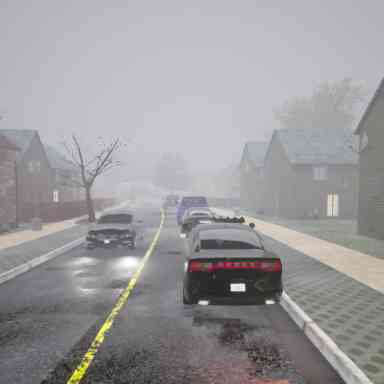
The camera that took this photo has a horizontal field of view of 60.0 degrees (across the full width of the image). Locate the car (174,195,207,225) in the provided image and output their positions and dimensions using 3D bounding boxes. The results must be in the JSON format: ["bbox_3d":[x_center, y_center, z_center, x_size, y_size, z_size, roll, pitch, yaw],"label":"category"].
[{"bbox_3d":[0.004,1.263,24.257,2.150,2.045,5.566,0,0,-4],"label":"car"}]

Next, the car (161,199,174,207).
[{"bbox_3d":[-4.198,1.814,56.051,1.895,1.301,4.718,0,0,-9],"label":"car"}]

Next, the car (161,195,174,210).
[{"bbox_3d":[-2.682,1.356,44.579,2.150,2.045,5.566,0,0,-7],"label":"car"}]

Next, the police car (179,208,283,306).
[{"bbox_3d":[0.721,1.425,8.248,1.930,1.638,5.238,0,0,-1],"label":"police car"}]

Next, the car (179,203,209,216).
[{"bbox_3d":[0.354,1.545,18.197,1.812,1.442,4.674,0,0,-3],"label":"car"}]

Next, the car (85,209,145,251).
[{"bbox_3d":[-3.117,1.520,14.214,1.837,1.490,4.892,0,0,-2],"label":"car"}]
